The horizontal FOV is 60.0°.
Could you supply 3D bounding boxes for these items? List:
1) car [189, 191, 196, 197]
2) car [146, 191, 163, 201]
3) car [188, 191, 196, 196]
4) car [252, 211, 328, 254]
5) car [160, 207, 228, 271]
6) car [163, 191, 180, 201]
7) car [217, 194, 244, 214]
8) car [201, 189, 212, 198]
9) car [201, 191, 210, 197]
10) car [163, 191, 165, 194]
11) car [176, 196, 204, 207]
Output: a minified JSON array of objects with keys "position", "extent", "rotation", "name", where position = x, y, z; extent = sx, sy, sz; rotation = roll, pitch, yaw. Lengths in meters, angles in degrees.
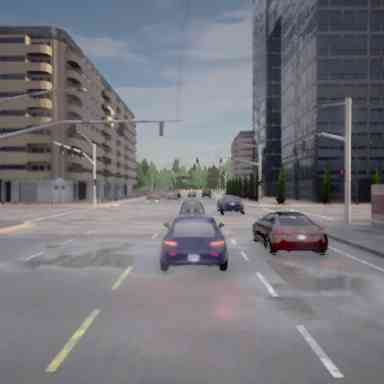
[{"position":[0.122,0.514,90.075],"extent":[1.882,1.535,5.008],"rotation":[0,1,1],"name":"car"},{"position":[-7.260,0.697,62.333],"extent":[2.097,1.767,4.553],"rotation":[0,1,1],"name":"car"},{"position":[-0.007,0.684,79.850],"extent":[2.128,1.511,4.902],"rotation":[0,1,1],"name":"car"},{"position":[3.576,1.427,12.800],"extent":[1.994,1.385,4.181],"rotation":[0,0,0],"name":"car"},{"position":[0.062,1.415,10.413],"extent":[1.812,1.442,4.674],"rotation":[0,1,0],"name":"car"},{"position":[-3.759,0.947,62.231],"extent":[1.895,1.301,4.718],"rotation":[0,1,1],"name":"car"},{"position":[3.465,1.056,30.695],"extent":[2.097,1.767,4.553],"rotation":[0,1,0],"name":"car"},{"position":[3.488,0.385,79.460],"extent":[2.150,2.045,5.566],"rotation":[0,1,1],"name":"car"},{"position":[3.622,0.576,90.032],"extent":[2.033,1.411,5.357],"rotation":[0,1,1],"name":"car"},{"position":[-7.022,0.525,78.693],"extent":[2.097,1.767,4.553],"rotation":[0,1,1],"name":"car"},{"position":[0.004,1.297,26.145],"extent":[2.033,1.411,5.357],"rotation":[0,1,0],"name":"car"}]
